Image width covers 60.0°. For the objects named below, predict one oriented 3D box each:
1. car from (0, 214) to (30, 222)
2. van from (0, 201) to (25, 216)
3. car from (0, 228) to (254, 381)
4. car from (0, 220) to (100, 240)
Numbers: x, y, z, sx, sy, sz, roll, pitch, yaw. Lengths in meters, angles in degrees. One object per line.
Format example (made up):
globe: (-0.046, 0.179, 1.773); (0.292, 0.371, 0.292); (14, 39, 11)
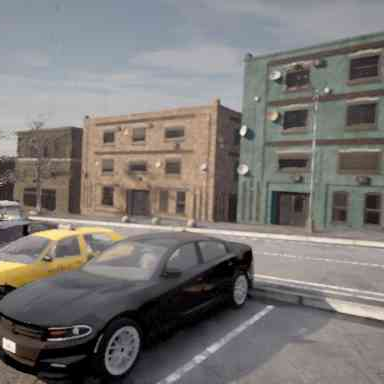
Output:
car: (-5.226, 1.553, 9.089); (2.163, 1.488, 4.792); (0, 0, 35)
van: (-7.425, 1.312, 10.837); (1.878, 1.987, 4.442); (0, 0, 35)
car: (-0.645, 1.494, 5.864); (2.097, 1.535, 5.008); (0, 0, 35)
car: (-3.035, 1.505, 7.335); (1.946, 1.575, 5.366); (0, 0, 35)
